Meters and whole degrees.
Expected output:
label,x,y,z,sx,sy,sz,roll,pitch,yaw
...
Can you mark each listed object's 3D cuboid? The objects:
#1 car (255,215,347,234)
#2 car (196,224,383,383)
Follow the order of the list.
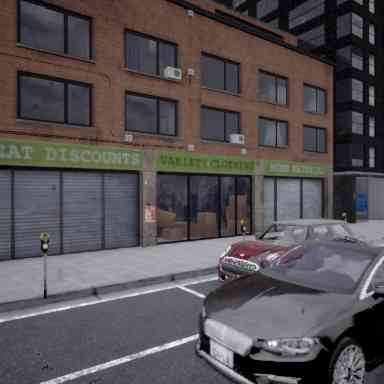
label,x,y,z,sx,sy,sz,roll,pitch,yaw
car,2.584,1.440,8.400,4.097,1.590,1.967,0,0,-36
car,2.307,1.491,5.038,4.902,1.511,2.128,0,0,-36
